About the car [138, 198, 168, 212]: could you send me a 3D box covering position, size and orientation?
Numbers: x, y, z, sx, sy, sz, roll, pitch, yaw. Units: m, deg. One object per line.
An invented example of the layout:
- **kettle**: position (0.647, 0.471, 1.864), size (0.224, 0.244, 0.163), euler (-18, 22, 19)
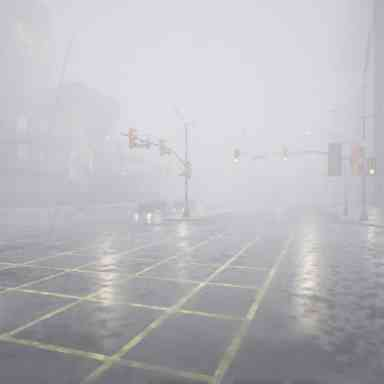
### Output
- **car**: position (-4.493, 1.477, 38.786), size (1.882, 1.535, 5.008), euler (0, 0, 22)

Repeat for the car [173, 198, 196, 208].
- **car**: position (-1.048, 1.600, 48.402), size (1.895, 1.301, 4.718), euler (0, 0, 20)
